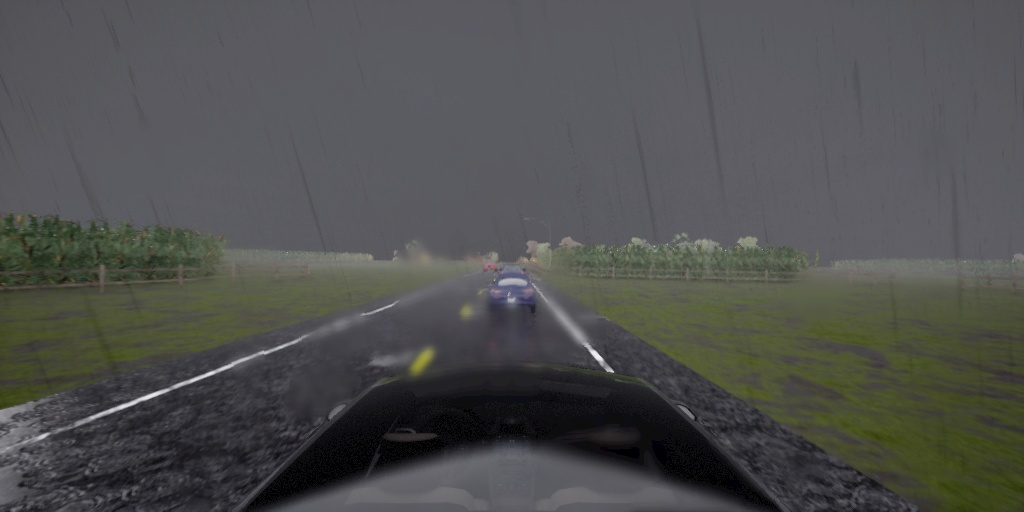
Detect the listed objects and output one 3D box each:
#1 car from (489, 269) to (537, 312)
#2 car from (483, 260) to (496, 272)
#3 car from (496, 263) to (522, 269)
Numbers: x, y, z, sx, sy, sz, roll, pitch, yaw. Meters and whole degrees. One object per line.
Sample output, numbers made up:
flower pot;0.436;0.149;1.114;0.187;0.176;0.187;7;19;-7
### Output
car;0.046;1.428;14.902;1.812;1.442;4.674;0;0;0
car;-3.571;1.633;59.239;2.150;2.045;5.566;0;-1;1
car;0.038;1.420;29.177;2.097;1.767;4.553;0;-1;0
